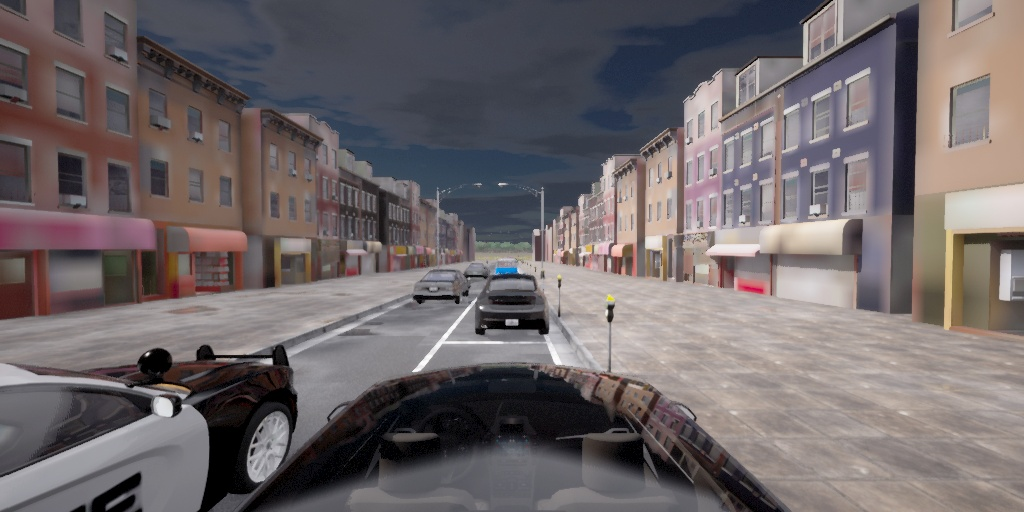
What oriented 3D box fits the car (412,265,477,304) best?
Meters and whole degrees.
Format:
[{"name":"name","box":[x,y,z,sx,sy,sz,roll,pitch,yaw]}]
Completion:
[{"name":"car","box":[-3.020,1.308,16.293,2.033,1.411,5.357,0,0,0]}]

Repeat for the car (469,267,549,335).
[{"name":"car","box":[0.000,1.250,10.502,1.837,1.490,4.892,0,0,0]}]

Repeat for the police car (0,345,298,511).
[{"name":"police car","box":[-3.020,1.175,1.609,1.930,1.638,5.238,0,0,0]}]

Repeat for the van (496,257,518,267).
[{"name":"van","box":[-0.384,1.081,27.392,1.690,1.789,3.998,0,0,0]}]

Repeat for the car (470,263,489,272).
[{"name":"car","box":[-3.020,1.312,31.297,1.994,1.385,4.181,0,0,0]}]
